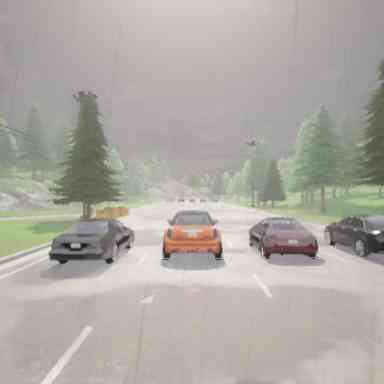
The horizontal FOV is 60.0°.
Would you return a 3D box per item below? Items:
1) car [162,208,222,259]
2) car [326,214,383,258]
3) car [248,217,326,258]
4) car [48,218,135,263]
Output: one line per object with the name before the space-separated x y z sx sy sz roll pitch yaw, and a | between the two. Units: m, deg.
car | 0.025 1.498 13.414 2.097 1.767 4.553 0 -1 0
car | 7.025 1.654 13.485 1.837 1.490 4.892 0 0 0
car | 3.526 1.712 13.526 1.994 1.385 4.181 0 -1 0
car | -3.485 1.684 12.498 2.033 1.411 5.357 0 -1 0
